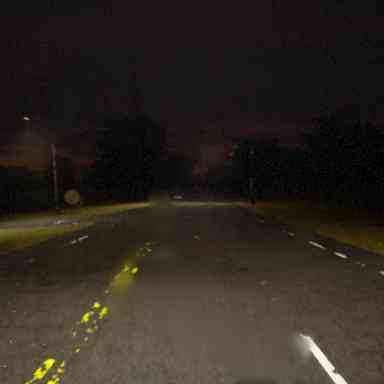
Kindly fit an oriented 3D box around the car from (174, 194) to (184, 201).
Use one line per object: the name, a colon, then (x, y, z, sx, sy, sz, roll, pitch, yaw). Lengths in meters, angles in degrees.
car: (-2.616, 1.113, 67.240, 1.895, 1.301, 4.718, 0, 1, 2)
